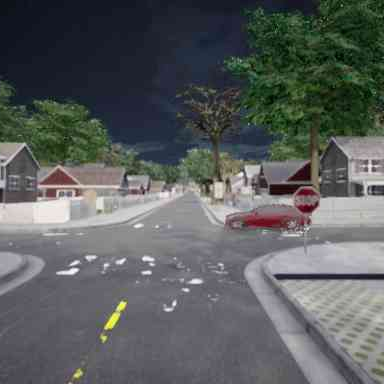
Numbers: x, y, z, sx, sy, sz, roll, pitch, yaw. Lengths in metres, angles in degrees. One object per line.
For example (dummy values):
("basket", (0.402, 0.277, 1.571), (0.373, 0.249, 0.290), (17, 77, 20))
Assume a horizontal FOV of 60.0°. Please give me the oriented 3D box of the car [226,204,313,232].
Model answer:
("car", (4.213, 1.385, 18.453), (4.674, 1.442, 1.812), (-1, 0, 15))
